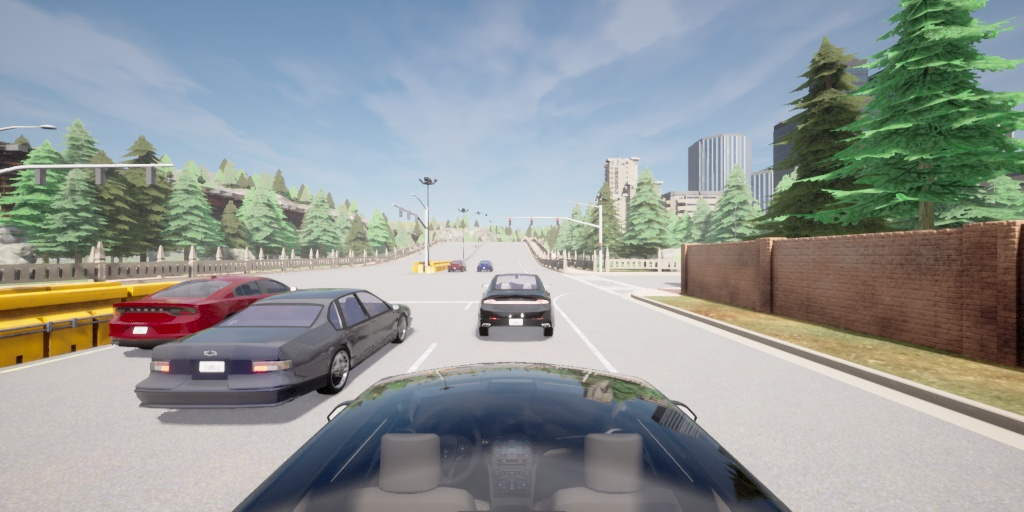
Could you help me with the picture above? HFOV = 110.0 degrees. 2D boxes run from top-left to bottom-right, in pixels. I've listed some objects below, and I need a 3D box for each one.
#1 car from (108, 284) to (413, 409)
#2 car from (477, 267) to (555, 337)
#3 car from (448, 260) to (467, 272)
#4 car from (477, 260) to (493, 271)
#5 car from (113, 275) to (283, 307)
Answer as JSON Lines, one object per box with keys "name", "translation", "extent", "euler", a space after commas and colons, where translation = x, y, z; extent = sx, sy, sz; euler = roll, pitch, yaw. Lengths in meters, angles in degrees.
{"name": "car", "translation": [-3.397, 1.297, 6.565], "extent": [2.033, 1.411, 5.357], "euler": [0, 0, 0]}
{"name": "car", "translation": [0.132, 1.241, 10.310], "extent": [2.128, 1.511, 4.902], "euler": [0, 0, 1]}
{"name": "car", "translation": [-6.879, 1.275, 45.314], "extent": [1.812, 1.442, 4.674], "euler": [0, 0, 0]}
{"name": "car", "translation": [-3.384, 1.275, 45.711], "extent": [1.812, 1.442, 4.674], "euler": [0, 0, 0]}
{"name": "car", "translation": [-6.897, 1.228, 9.129], "extent": [1.882, 1.535, 5.008], "euler": [0, 0, 0]}
